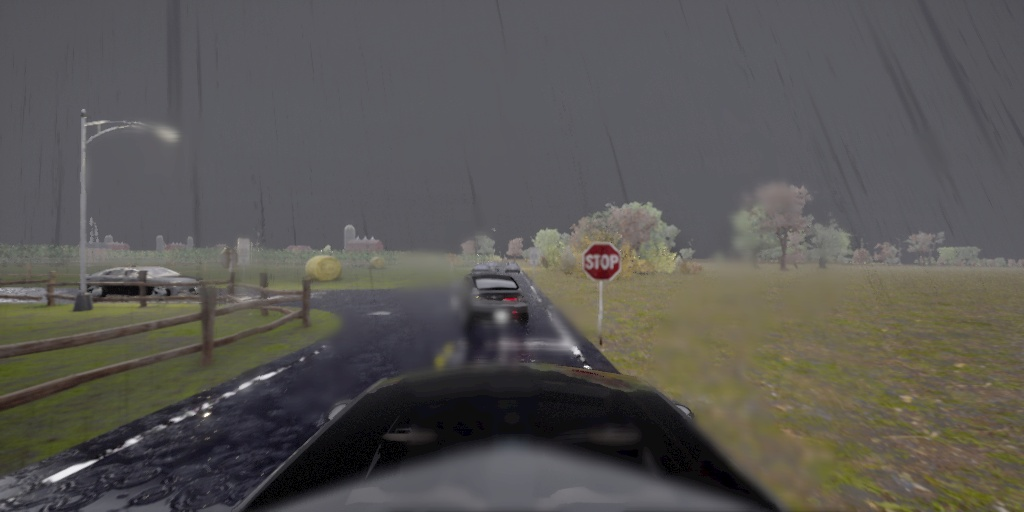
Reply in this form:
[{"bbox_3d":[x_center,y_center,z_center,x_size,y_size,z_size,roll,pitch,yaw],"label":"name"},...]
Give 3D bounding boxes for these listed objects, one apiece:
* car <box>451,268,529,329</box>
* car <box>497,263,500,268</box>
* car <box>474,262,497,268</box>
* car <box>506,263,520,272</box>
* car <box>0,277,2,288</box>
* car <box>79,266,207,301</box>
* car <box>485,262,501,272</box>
[{"bbox_3d":[-0.817,1.320,11.678,1.837,1.490,4.892,1,0,-13],"label":"car"},{"bbox_3d":[-2.842,1.537,44.458,2.128,1.511,4.902,0,0,0],"label":"car"},{"bbox_3d":[-2.853,1.518,34.269,2.033,1.411,5.357,0,0,0],"label":"car"},{"bbox_3d":[0.100,1.658,50.811,1.994,1.385,4.181,0,0,0],"label":"car"},{"bbox_3d":[-27.806,0.904,16.794,5.566,2.045,2.150,0,0,0],"label":"car"},{"bbox_3d":[-17.240,1.247,16.912,4.902,1.511,2.128,0,0,-1],"label":"car"},{"bbox_3d":[-2.826,1.673,54.796,2.033,1.411,5.357,0,0,0],"label":"car"}]
